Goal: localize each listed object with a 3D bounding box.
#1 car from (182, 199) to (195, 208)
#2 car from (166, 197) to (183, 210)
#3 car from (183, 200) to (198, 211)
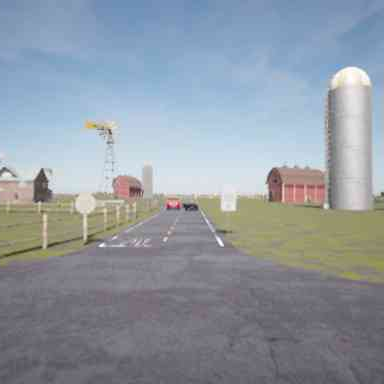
[{"bbox_3d":[-0.747,2.137,61.030,1.882,1.535,5.008,0,-1,-6],"label":"car"},{"bbox_3d":[-3.017,1.821,54.991,2.150,2.045,5.566,0,-1,-2],"label":"car"},{"bbox_3d":[-0.079,2.038,50.921,1.882,1.535,5.008,0,-1,-2],"label":"car"}]
